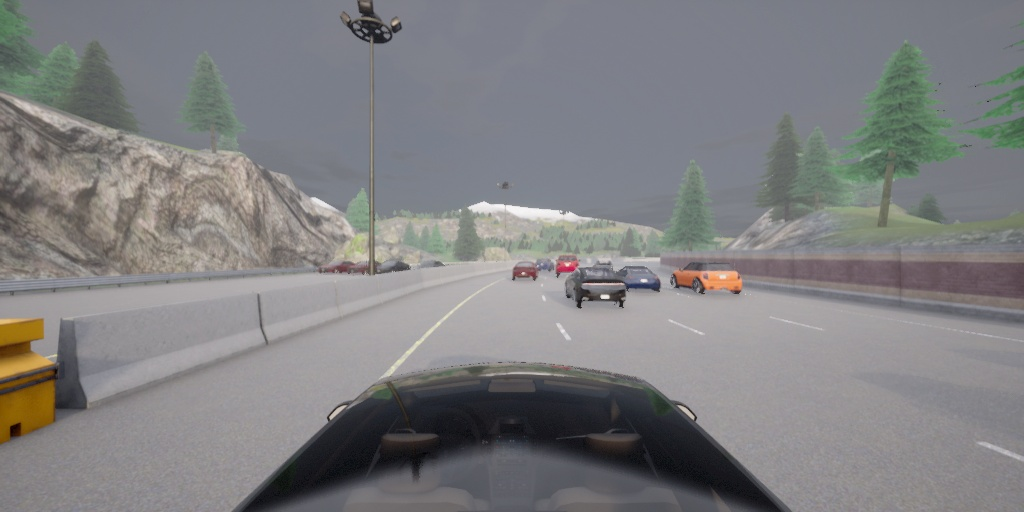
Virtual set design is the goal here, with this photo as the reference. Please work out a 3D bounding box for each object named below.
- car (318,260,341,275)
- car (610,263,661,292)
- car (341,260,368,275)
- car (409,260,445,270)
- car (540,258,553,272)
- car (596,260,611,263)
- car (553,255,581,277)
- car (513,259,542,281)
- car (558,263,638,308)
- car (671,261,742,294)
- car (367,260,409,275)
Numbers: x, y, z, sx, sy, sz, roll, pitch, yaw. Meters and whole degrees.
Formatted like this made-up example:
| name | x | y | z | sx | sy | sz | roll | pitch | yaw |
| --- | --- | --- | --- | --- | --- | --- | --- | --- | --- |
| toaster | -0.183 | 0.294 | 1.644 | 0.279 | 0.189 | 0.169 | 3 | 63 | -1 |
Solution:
| name | x | y | z | sx | sy | sz | roll | pitch | yaw |
| --- | --- | --- | --- | --- | --- | --- | --- | --- | --- |
| car | -18.824 | 1.196 | 39.030 | 1.882 | 1.535 | 5.008 | 0 | 0 | 10 |
| car | 7.236 | 1.292 | 21.224 | 1.994 | 1.385 | 4.181 | 0 | 0 | 4 |
| car | -15.440 | 1.196 | 38.123 | 1.882 | 1.535 | 5.008 | 0 | 0 | 10 |
| car | -8.494 | 1.221 | 37.196 | 1.837 | 1.490 | 4.892 | 0 | 0 | 10 |
| car | 4.102 | 1.058 | 44.890 | 2.097 | 1.767 | 4.553 | 0 | 0 | 14 |
| car | 9.762 | 1.200 | 38.386 | 2.128 | 1.511 | 4.902 | 0 | 0 | 9 |
| car | 5.441 | 0.934 | 34.744 | 2.150 | 2.045 | 5.566 | 0 | 0 | 10 |
| car | 1.220 | 1.198 | 30.301 | 1.882 | 1.535 | 5.008 | 0 | 0 | 8 |
| car | 3.378 | 1.227 | 15.147 | 2.128 | 1.511 | 4.902 | 0 | 0 | 2 |
| car | 10.649 | 1.080 | 20.004 | 2.097 | 1.767 | 4.553 | 0 | 0 | 4 |
| car | -12.187 | 1.196 | 36.432 | 1.882 | 1.535 | 5.008 | 0 | 0 | 10 |
